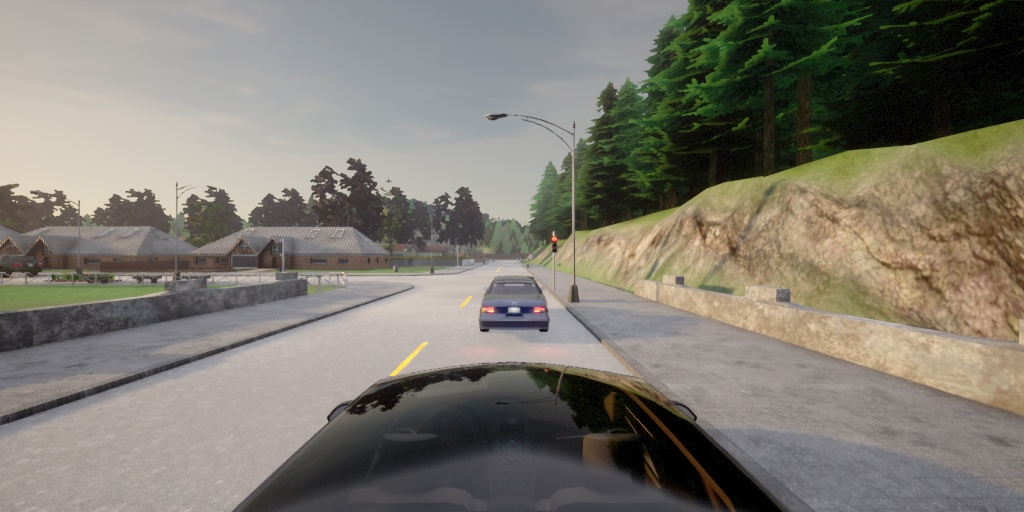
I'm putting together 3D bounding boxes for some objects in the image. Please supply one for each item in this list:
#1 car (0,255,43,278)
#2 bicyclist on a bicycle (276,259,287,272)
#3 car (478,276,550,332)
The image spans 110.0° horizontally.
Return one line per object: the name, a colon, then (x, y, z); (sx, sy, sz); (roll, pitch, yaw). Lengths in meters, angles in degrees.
car: (-47.379, 0.971, 33.336); (5.566, 2.045, 2.150); (0, 0, 1)
bicyclist on a bicycle: (-24.167, 1.099, 37.589); (0.582, 1.620, 1.656); (0, 0, 0)
car: (0.062, 1.297, 10.811); (2.033, 1.411, 5.357); (0, 0, 0)
